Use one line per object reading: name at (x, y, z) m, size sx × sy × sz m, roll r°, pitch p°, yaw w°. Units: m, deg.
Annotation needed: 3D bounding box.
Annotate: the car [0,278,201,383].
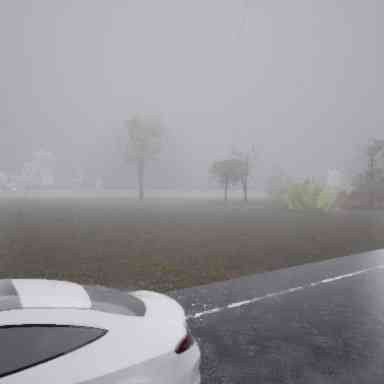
car at (-2.069, 1.525, 2.515) m, size 4.674 × 1.442 × 1.812 m, roll 0°, pitch 0°, yaw -35°
